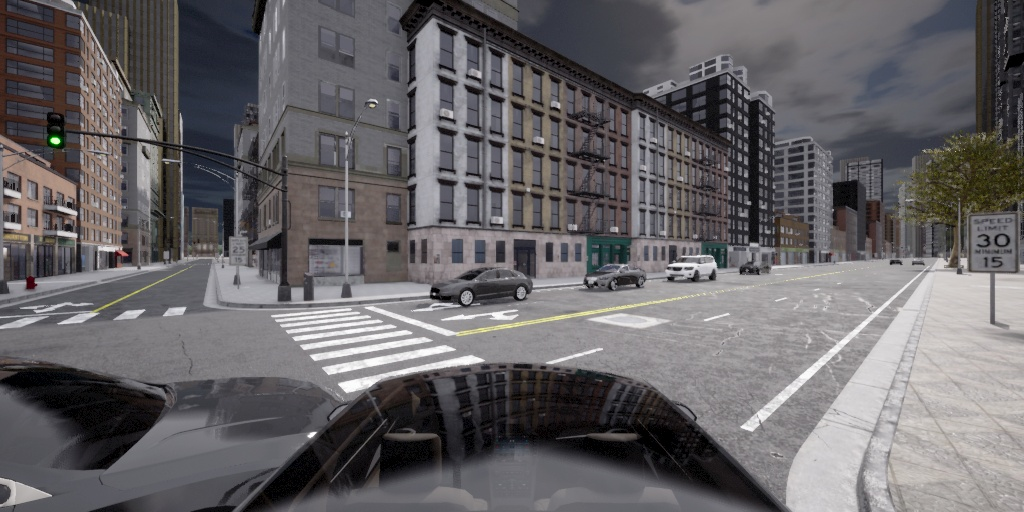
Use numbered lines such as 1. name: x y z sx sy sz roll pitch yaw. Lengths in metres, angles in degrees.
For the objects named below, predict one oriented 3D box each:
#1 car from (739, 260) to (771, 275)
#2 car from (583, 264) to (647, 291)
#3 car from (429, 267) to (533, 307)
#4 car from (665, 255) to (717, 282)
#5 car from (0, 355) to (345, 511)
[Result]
1. car: 26.219 1.224 38.628 5.008 1.535 1.882 0 0 -40
2. car: 6.434 1.243 22.206 4.902 1.511 2.128 0 0 -40
3. car: -1.230 1.264 15.804 4.892 1.490 1.837 0 0 -40
4. car: 14.624 0.963 29.057 5.566 2.045 2.150 0 0 -40
5. car: -3.249 1.257 1.556 4.892 1.490 1.837 0 0 -35
